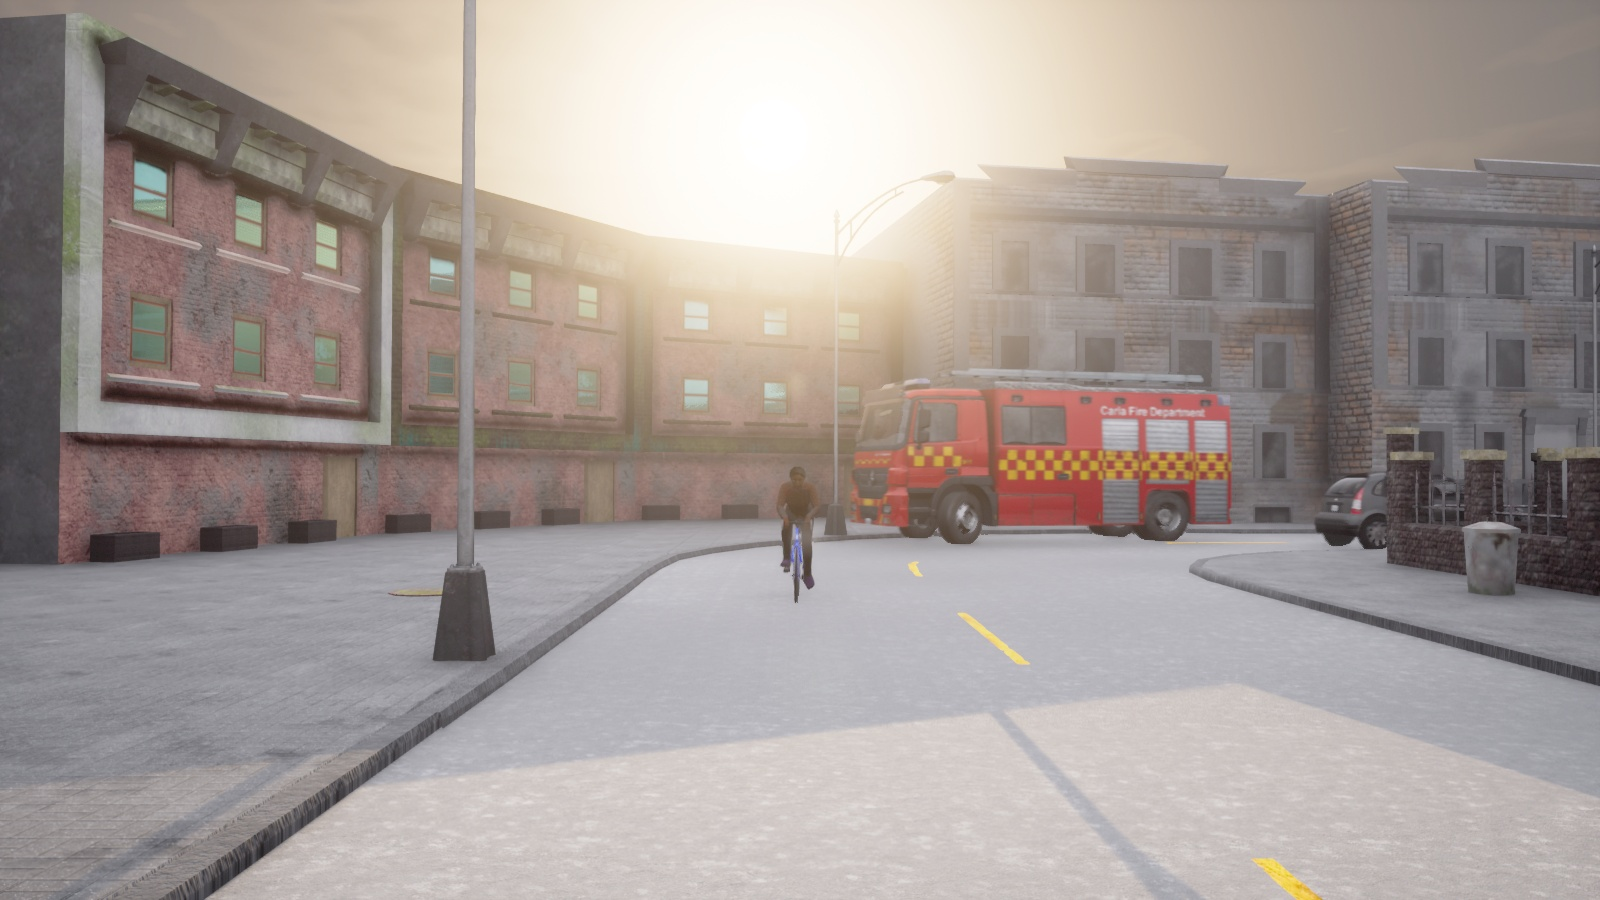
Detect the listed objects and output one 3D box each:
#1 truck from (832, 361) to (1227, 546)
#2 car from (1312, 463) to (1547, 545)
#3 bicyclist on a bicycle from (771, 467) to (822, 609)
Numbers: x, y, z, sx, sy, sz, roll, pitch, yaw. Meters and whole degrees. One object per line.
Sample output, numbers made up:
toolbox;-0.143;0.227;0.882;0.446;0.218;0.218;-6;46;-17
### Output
truck;5.225;0.111;28.675;8.468;3.827;2.891;0;-1;-18
car;13.037;1.099;26.152;3.988;1.617;1.851;0;-1;-4
bicyclist on a bicycle;-0.026;1.023;15.219;0.582;1.620;1.656;0;-1;1
